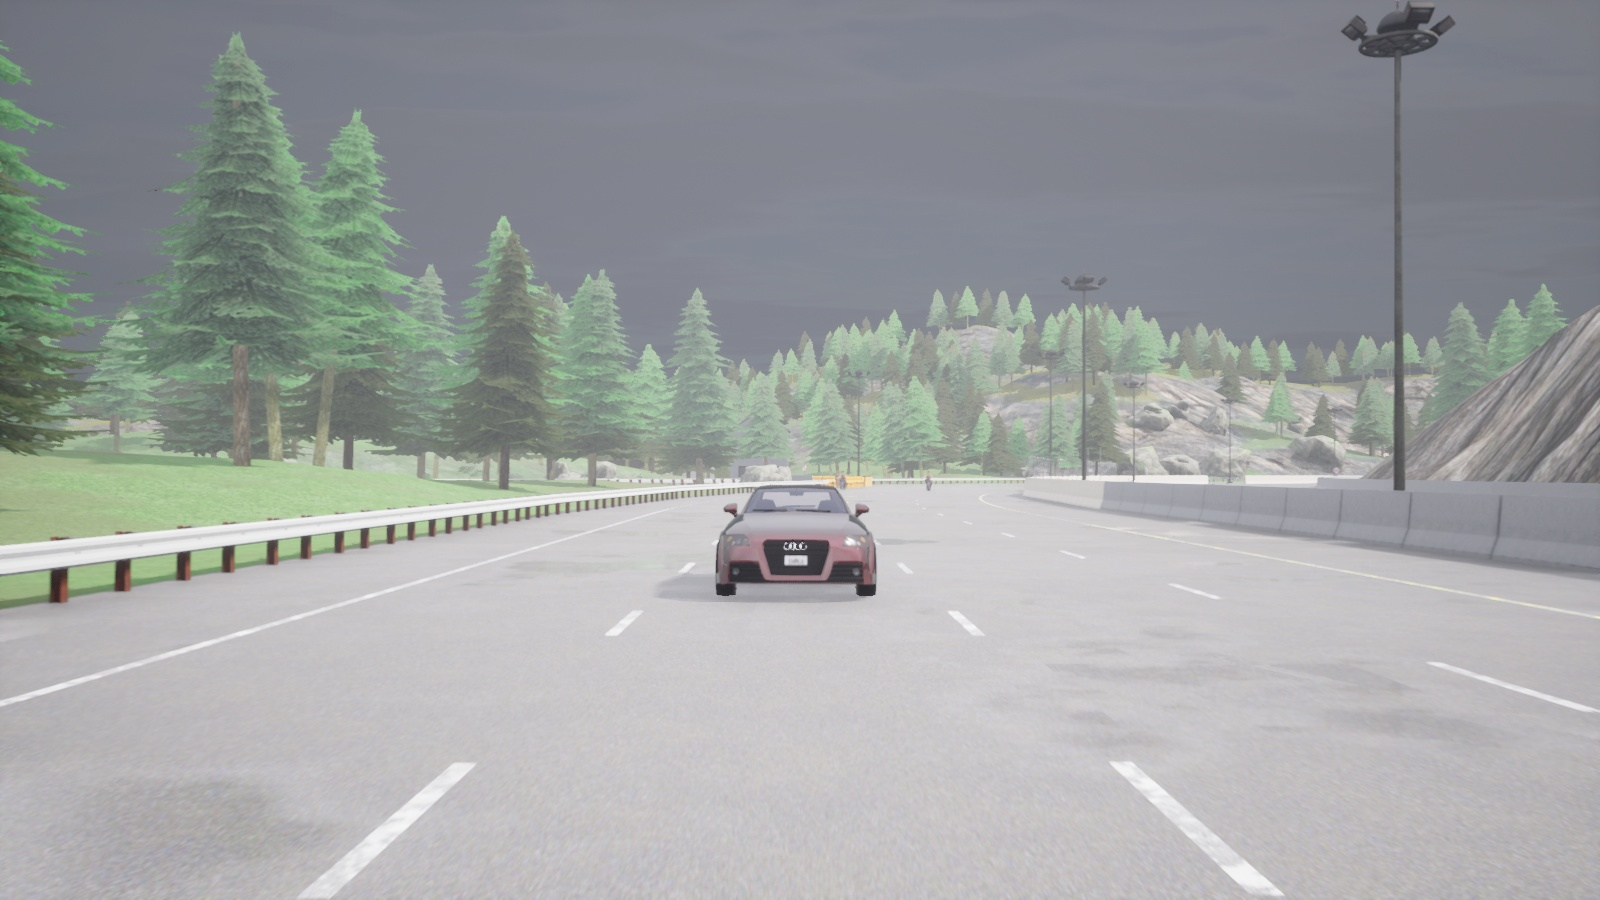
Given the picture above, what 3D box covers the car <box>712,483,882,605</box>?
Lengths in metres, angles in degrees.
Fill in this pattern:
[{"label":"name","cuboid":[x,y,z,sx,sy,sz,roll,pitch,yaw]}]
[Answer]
[{"label":"car","cuboid":[-0.041,1.160,16.855,1.994,1.385,4.181,0,-1,0]}]
